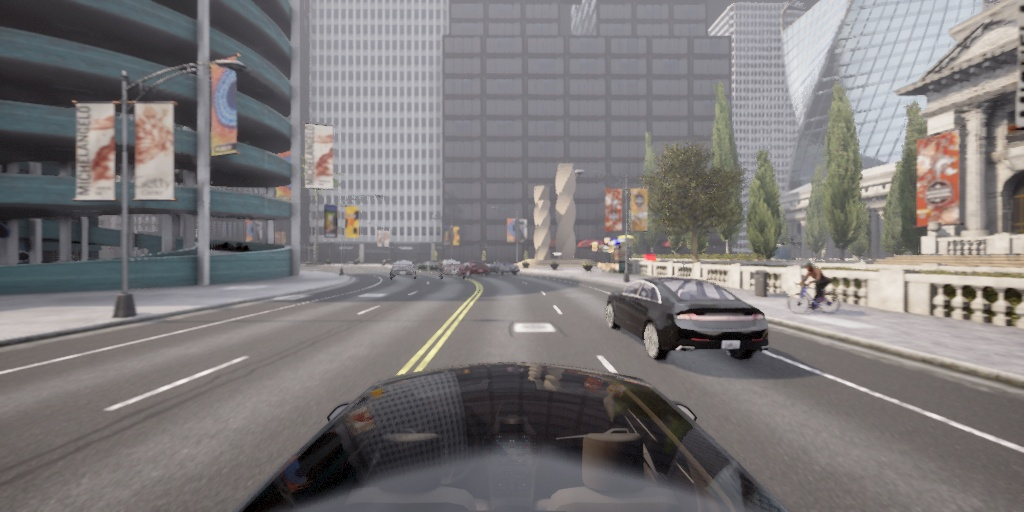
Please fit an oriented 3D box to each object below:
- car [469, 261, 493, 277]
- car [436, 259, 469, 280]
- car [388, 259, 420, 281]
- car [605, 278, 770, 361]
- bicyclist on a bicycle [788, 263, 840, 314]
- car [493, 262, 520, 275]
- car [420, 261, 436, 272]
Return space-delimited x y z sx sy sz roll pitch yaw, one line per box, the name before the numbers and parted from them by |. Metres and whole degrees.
car | -3.967 1.220 36.068 1.882 1.535 5.008 0 0 -25
car | -4.708 0.923 27.820 1.812 1.442 4.674 0 0 -14
car | -8.102 0.926 26.964 1.812 1.442 4.674 0 0 -14
car | 3.565 1.237 8.284 2.128 1.511 4.902 0 0 0
bicyclist on a bicycle | 9.487 1.040 11.263 1.656 1.620 0.582 0 0 -1
car | -1.102 1.287 38.146 2.033 1.411 5.357 0 0 -29
car | -10.640 1.345 46.039 1.895 1.301 4.718 0 0 -42
